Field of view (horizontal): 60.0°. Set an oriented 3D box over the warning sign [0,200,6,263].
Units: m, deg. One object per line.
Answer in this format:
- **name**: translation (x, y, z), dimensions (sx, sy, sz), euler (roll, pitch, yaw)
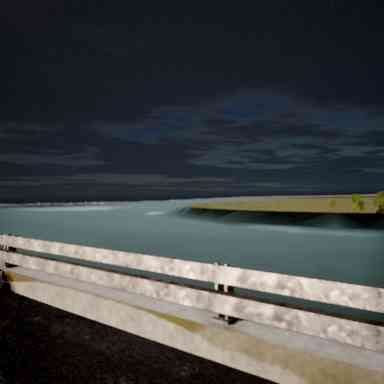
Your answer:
- **warning sign**: translation (-6.427, 1.185, 9.753), dimensions (1.060, 1.860, 1.300), euler (-2, 0, 36)
